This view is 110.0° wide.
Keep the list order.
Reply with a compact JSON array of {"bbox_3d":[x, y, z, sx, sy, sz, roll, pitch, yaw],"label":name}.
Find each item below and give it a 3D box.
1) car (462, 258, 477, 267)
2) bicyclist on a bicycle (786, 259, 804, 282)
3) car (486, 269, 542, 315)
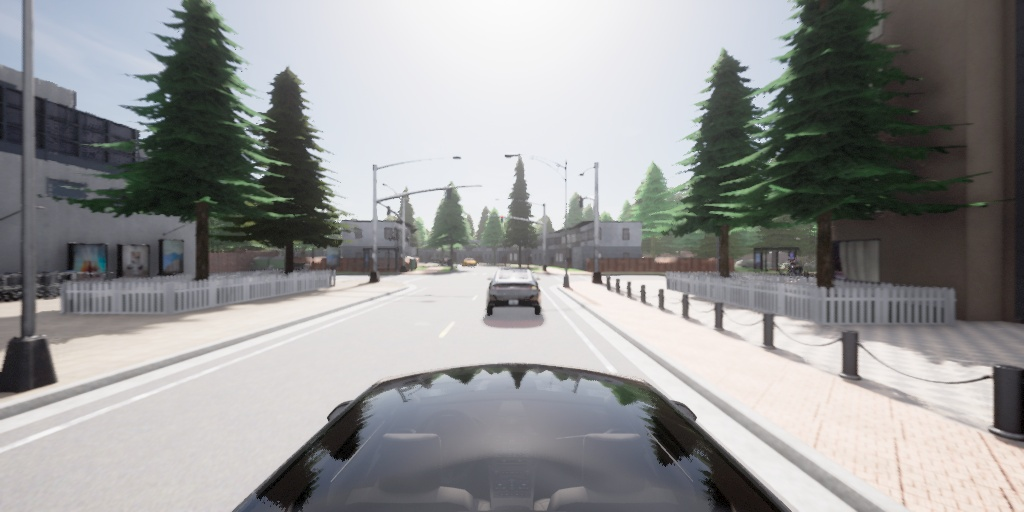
[{"bbox_3d":[-7.286,1.122,61.406,1.882,1.535,5.008,0,0,-17],"label":"car"},{"bbox_3d":[19.913,1.009,25.275,0.582,1.620,1.656,0,0,2],"label":"bicyclist on a bicycle"},{"bbox_3d":[0.067,1.225,13.469,2.128,1.511,4.902,0,0,0],"label":"car"}]
